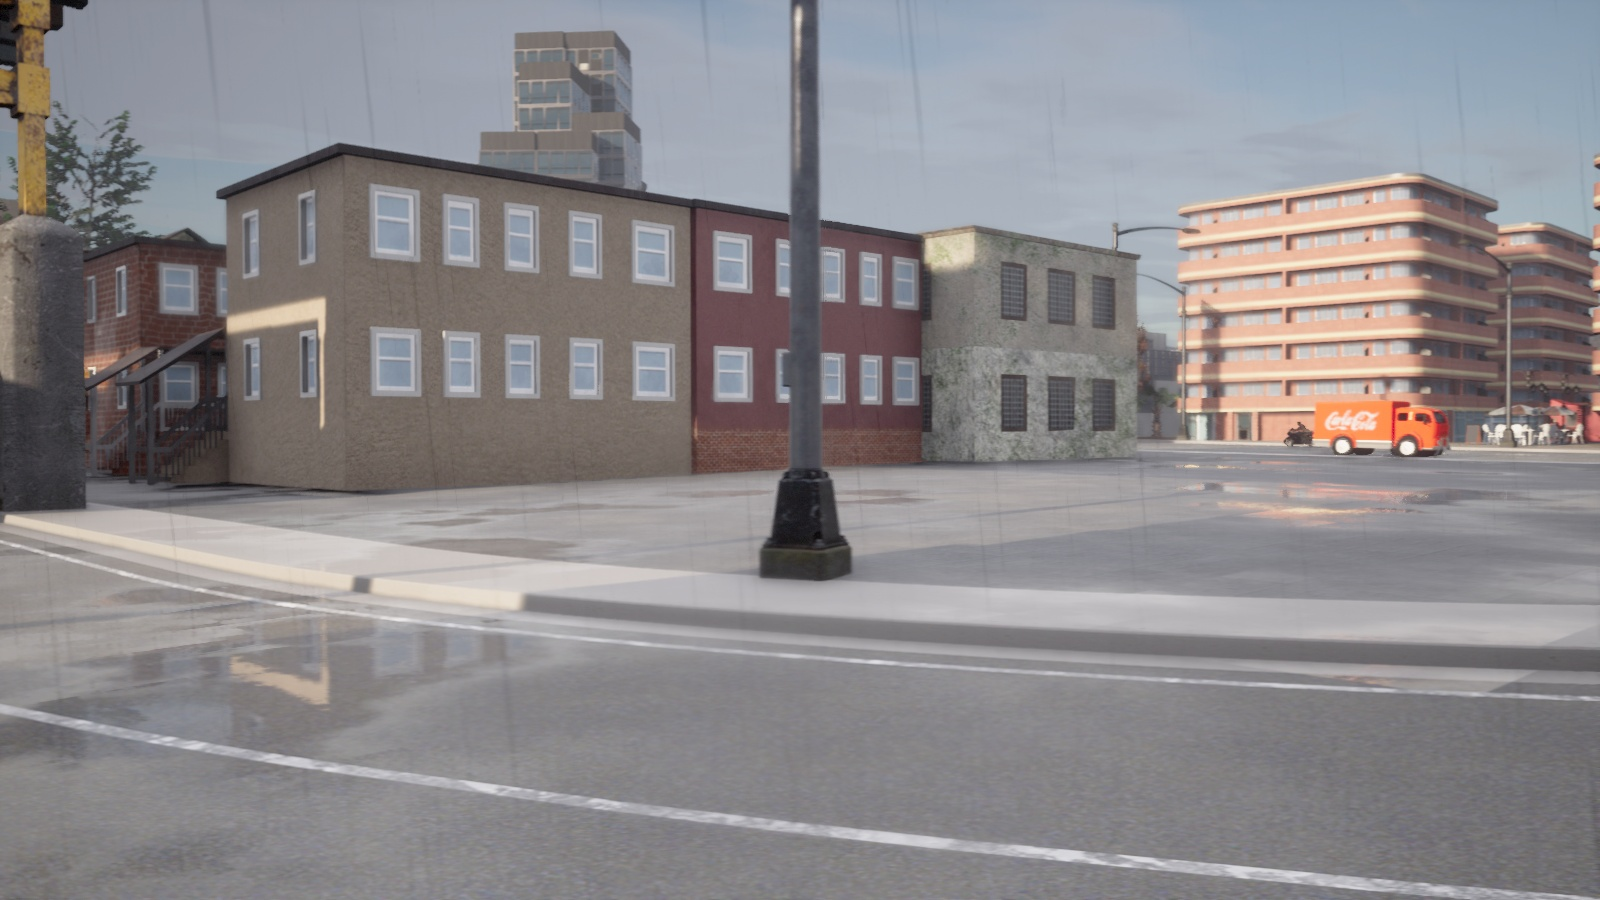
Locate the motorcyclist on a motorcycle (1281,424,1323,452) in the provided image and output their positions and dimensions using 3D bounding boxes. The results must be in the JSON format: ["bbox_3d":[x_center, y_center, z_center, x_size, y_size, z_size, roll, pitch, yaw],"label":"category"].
[{"bbox_3d":[28.701,-0.679,71.880,0.797,1.523,2.044,-1,2,-44],"label":"motorcyclist on a motorcycle"}]

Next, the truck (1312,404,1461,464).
[{"bbox_3d":[25.588,-0.730,54.911,2.627,2.467,5.204,-1,2,-44],"label":"truck"}]
